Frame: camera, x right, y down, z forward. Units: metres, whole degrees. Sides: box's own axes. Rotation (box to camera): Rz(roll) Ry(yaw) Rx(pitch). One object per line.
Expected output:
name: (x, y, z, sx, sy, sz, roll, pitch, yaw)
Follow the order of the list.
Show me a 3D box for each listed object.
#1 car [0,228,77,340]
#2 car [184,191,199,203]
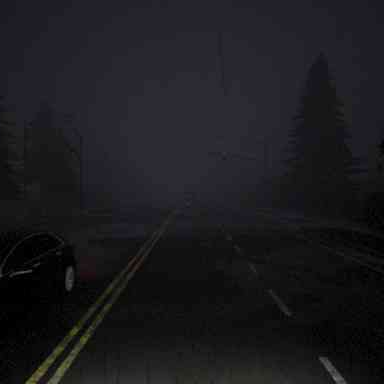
car: (-3.568, 1.476, 5.849, 1.837, 1.490, 4.892, 0, 0, 0)
car: (-0.128, 0.918, 61.139, 2.150, 2.045, 5.566, 0, 0, -7)
